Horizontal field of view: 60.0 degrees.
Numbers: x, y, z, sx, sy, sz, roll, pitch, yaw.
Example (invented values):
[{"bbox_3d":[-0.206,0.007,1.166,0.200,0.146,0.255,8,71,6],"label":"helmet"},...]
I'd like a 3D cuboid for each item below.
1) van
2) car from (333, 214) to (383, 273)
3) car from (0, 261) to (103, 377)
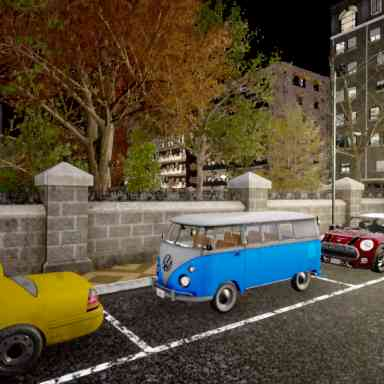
[{"bbox_3d":[1.132,1.342,7.347,3.998,1.788,1.690,0,1,-35],"label":"van"},{"bbox_3d":[5.705,1.442,10.604,4.097,1.590,1.967,0,1,-35],"label":"car"},{"bbox_3d":[-3.581,1.525,3.995,4.829,1.417,1.752,0,1,-35],"label":"car"}]
